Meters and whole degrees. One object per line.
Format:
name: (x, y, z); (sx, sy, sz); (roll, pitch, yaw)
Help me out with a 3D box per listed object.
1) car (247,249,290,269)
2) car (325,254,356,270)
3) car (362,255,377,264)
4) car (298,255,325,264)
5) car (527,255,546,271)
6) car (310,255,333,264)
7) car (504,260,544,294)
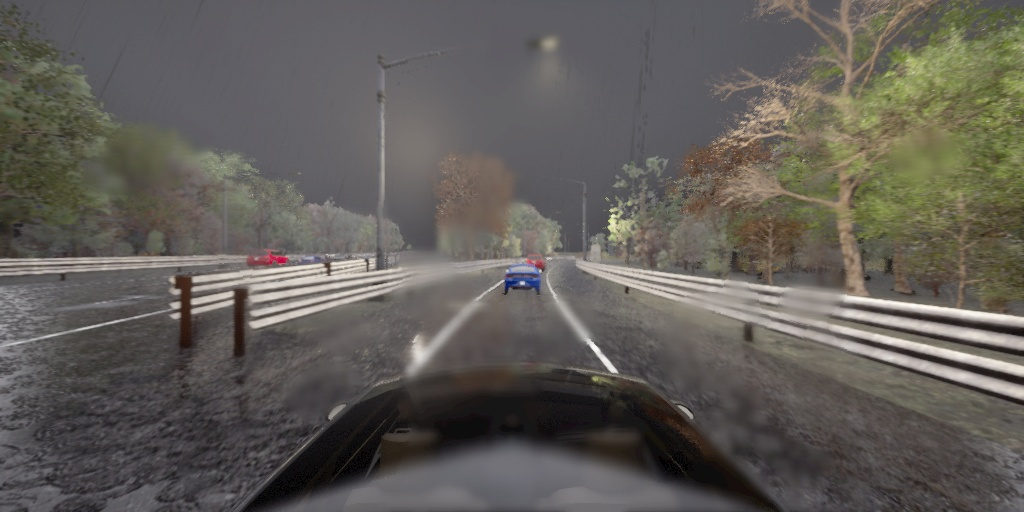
car: (-25.211, 0.365, 37.330); (2.150, 2.045, 5.566); (0, 0, -12)
car: (-18.456, 0.680, 39.217); (1.837, 1.490, 4.892); (0, 0, -12)
car: (-22.015, 0.555, 55.528); (2.033, 1.411, 5.357); (0, 1, -12)
car: (-22.188, 0.671, 39.935); (1.812, 1.442, 4.674); (0, 0, -12)
car: (2.909, 0.837, 43.994); (2.150, 2.045, 5.566); (0, 1, 8)
car: (-28.982, 0.530, 54.642); (1.994, 1.385, 4.181); (0, 1, -12)
car: (0.637, 1.176, 19.850); (1.882, 1.535, 5.008); (0, 0, 3)
